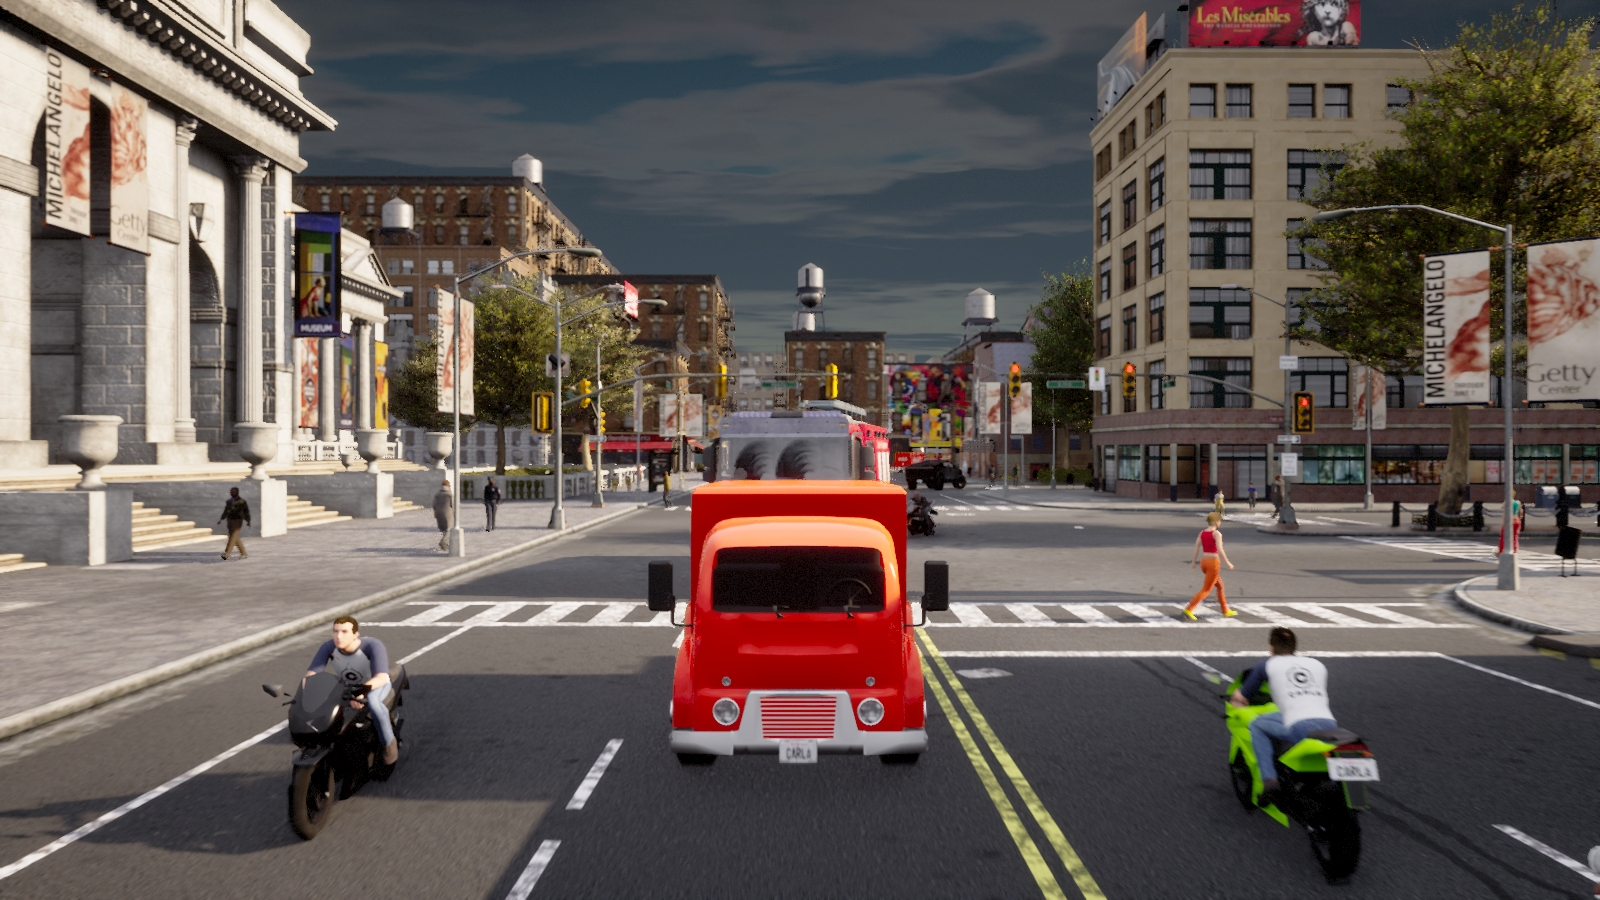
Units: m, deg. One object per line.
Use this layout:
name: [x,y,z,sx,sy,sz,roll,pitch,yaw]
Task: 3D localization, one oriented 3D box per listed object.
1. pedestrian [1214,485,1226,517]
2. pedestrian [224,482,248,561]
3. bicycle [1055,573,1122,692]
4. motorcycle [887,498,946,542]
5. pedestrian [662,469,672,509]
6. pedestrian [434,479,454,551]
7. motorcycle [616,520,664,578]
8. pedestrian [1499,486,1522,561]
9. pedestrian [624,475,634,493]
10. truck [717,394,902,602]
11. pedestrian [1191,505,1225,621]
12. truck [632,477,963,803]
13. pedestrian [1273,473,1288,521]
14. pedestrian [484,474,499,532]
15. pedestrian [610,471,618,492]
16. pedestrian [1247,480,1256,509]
pedestrian: [17.435,2.129,47.450,0.375,1.300,0.375,0,0,0]
pedestrian: [-13.397,1.696,27.154,0.375,1.860,0.375,0,0,8]
bicycle: [3.540,2.210,14.128,0.329,1.171,1.835,0,0,-1]
motorcycle: [3.738,2.205,36.509,0.867,1.251,2.209,1,1,35]
pedestrian: [-6.298,1.849,54.176,0.375,1.860,0.375,0,0,11]
pedestrian: [-9.353,1.696,30.019,0.375,1.860,0.375,0,0,7]
motorcycle: [-3.587,2.213,25.843,0.803,1.145,2.033,0,0,0]
pedestrian: [17.858,1.848,28.727,0.375,1.860,0.375,0,0,6]
pedestrian: [-10.473,2.076,69.934,0.500,1.100,0.500,0,0,1]
truck: [0.530,0.890,25.448,2.891,3.827,8.468,0,0,9]
pedestrian: [6.721,1.848,18.805,0.375,1.860,0.375,0,0,-19]
truck: [-0.015,1.568,11.675,2.627,2.467,5.204,0,0,0]
pedestrian: [18.850,1.848,44.818,0.375,1.860,0.375,0,0,-13]
pedestrian: [-9.962,1.696,36.897,0.375,1.860,0.375,0,0,-3]
pedestrian: [-11.650,1.977,71.593,0.375,1.300,0.375,0,0,9]
pedestrian: [20.086,1.976,50.817,0.375,1.300,0.375,0,0,24]
